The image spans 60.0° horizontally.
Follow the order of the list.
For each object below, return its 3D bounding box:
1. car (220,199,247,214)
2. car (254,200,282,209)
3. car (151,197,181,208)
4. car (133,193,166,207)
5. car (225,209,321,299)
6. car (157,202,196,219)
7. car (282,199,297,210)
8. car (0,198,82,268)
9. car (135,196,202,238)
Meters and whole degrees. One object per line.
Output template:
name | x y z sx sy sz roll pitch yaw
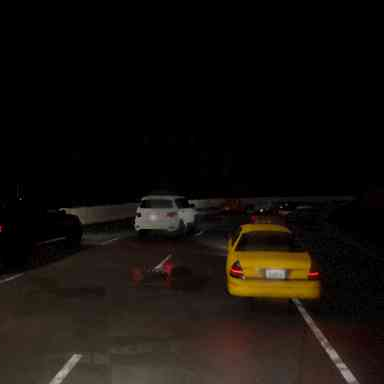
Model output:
car | 4.430 1.467 35.027 1.882 1.535 5.008 0 0 23
car | 7.450 1.516 33.282 1.812 1.442 4.674 0 0 24
car | -3.858 1.477 50.108 2.128 1.511 4.902 0 0 30
car | -6.584 1.207 52.456 2.150 2.045 5.566 0 0 30
car | 1.804 1.453 8.537 1.801 1.575 5.366 0 0 7
car | -1.286 1.592 30.181 1.895 1.301 4.718 0 0 19
car | 12.080 1.588 42.584 1.895 1.301 4.718 0 0 31
car | -5.889 1.217 11.526 2.150 2.045 5.566 0 0 7
car | -1.204 1.216 17.853 2.150 2.045 5.566 0 0 12
